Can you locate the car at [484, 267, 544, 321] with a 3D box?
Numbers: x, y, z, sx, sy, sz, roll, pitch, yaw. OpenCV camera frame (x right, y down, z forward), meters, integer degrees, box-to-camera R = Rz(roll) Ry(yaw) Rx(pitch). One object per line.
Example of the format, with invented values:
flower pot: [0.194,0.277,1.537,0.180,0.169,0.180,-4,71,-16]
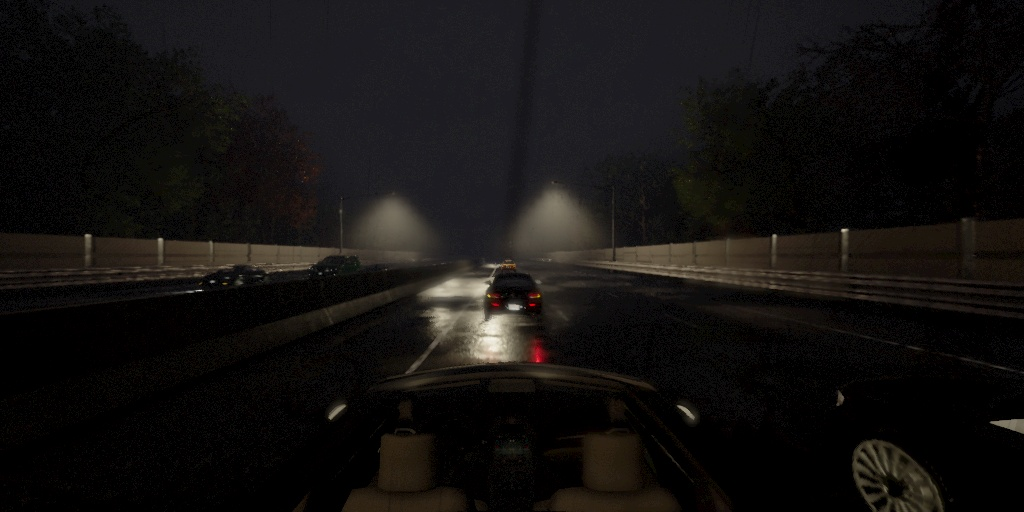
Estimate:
car: [0.057,1.280,12.353,1.812,1.442,4.674,0,0,0]

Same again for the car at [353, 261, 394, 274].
car: [-10.725,1.326,28.919,1.994,1.385,4.181,0,0,-1]

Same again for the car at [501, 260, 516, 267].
car: [-0.435,1.223,44.586,1.801,1.575,5.366,0,0,-1]

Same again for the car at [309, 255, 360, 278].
car: [-14.223,0.971,29.298,2.150,2.045,5.566,0,0,-1]

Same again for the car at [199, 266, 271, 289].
car: [-17.701,1.324,23.175,1.994,1.385,4.181,0,0,0]

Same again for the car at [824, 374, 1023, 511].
car: [3.592,1.240,1.059,2.128,1.511,4.902,0,0,0]
